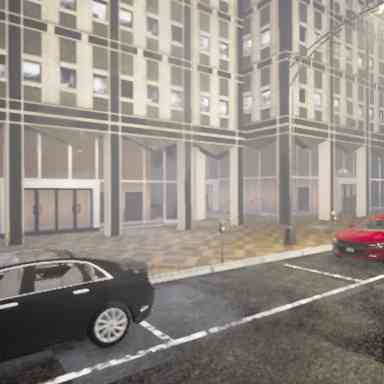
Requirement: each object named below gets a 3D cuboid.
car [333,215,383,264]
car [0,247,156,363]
[{"bbox_3d":[6.559,1.470,11.240,4.507,1.381,1.887,0,0,-36],"label":"car"},{"bbox_3d":[-2.637,1.548,4.677,4.403,1.369,2.008,0,0,-36],"label":"car"}]
